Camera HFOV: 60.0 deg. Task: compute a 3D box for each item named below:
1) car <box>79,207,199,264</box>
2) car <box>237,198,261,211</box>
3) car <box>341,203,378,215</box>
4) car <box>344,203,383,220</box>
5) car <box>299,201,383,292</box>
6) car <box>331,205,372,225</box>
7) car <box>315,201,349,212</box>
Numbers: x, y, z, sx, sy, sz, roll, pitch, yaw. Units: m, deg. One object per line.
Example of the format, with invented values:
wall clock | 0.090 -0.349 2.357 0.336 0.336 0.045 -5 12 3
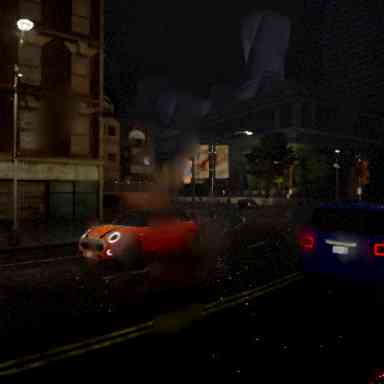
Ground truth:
car | -1.795 1.433 12.320 2.097 1.767 4.553 0 -1 41
car | 8.185 1.740 48.100 2.097 1.767 4.553 0 0 -16
car | 20.158 1.986 40.295 1.895 1.301 4.718 0 0 -2
car | 17.172 1.870 32.844 2.033 1.411 5.357 0 0 2
car | 4.802 1.310 8.899 2.150 2.045 5.566 0 0 40
car | 13.031 1.826 27.420 1.994 1.385 4.181 0 0 10
car | 19.181 1.947 45.943 2.002 1.452 4.674 0 0 -12
